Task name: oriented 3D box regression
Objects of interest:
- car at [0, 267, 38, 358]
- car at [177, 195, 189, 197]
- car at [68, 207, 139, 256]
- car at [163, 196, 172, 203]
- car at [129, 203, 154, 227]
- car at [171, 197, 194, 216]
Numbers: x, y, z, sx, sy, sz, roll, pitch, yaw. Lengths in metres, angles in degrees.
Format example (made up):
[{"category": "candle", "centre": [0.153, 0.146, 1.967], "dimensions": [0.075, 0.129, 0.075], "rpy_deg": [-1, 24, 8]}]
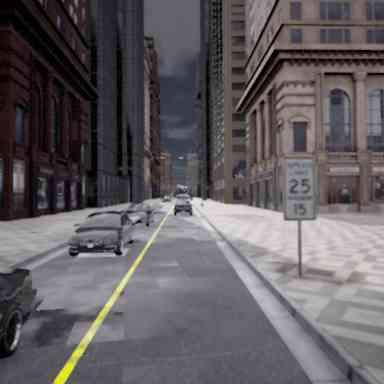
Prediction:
[{"category": "car", "centre": [-3.220, 1.578, 3.247], "dimensions": [2.033, 1.411, 5.357], "rpy_deg": [0, 0, -7]}, {"category": "car", "centre": [-1.243, 1.380, 45.778], "dimensions": [2.150, 2.045, 5.566], "rpy_deg": [0, 0, -2]}, {"category": "car", "centre": [-3.477, 1.564, 13.510], "dimensions": [1.837, 1.490, 4.892], "rpy_deg": [0, 0, -2]}, {"category": "car", "centre": [-5.057, 1.586, 69.247], "dimensions": [2.033, 1.411, 5.357], "rpy_deg": [0, 0, -2]}, {"category": "car", "centre": [-3.774, 1.585, 23.825], "dimensions": [2.128, 1.511, 4.902], "rpy_deg": [0, 0, -2]}, {"category": "car", "centre": [-0.907, 1.617, 34.470], "dimensions": [1.837, 1.490, 4.892], "rpy_deg": [0, 0, -2]}]
